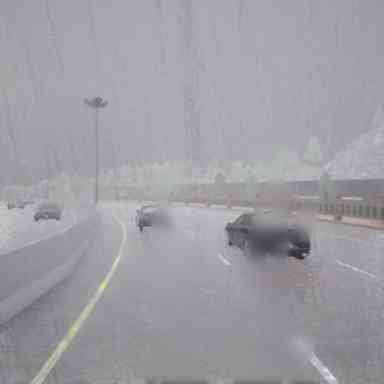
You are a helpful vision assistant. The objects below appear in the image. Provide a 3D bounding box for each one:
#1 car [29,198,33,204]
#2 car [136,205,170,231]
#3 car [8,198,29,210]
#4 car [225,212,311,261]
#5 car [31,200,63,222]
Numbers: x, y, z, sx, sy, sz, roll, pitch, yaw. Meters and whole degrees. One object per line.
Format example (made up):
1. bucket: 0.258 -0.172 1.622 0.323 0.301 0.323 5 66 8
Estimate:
1. car: -31.227 1.833 63.306 2.033 1.411 5.357 -1 0 -34
2. car: -2.519 1.558 20.988 1.812 1.442 4.674 0 0 -13
3. car: -25.049 1.736 47.405 2.128 1.511 4.902 -1 0 -32
4. car: 2.572 1.474 12.426 1.882 1.535 5.008 0 0 -7
5. car: -11.738 1.610 27.404 1.837 1.490 4.892 0 0 -18
